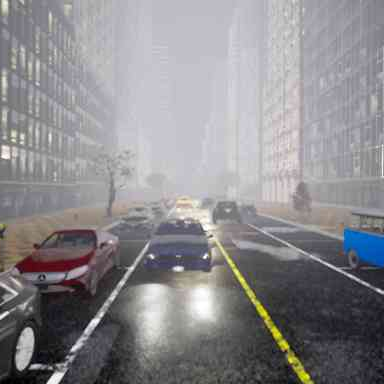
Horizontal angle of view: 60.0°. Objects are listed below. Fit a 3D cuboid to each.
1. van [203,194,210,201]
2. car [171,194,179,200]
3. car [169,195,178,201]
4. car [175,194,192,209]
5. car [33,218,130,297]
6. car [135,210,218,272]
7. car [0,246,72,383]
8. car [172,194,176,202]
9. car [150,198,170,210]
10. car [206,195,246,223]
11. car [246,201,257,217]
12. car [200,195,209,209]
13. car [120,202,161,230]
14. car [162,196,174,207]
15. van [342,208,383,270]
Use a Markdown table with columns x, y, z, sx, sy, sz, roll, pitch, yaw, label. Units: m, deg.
| x | y | z | sx | sy | sz | roll | pitch | yaw | label |
| --- | --- | --- | --- | --- | --- | --- | --- | --- | --- |
| 3.776 | 1.327 | 88.179 | 1.690 | 1.788 | 3.998 | 0 | 0 | -1 | van |
| -4.721 | 1.385 | 93.685 | 1.967 | 1.590 | 4.097 | 0 | 0 | -1 | car |
| -4.481 | 1.502 | 82.321 | 2.008 | 1.369 | 4.403 | 0 | 0 | -1 | car |
| -1.019 | 1.459 | 46.153 | 1.882 | 1.535 | 5.008 | 0 | 0 | -1 | car |
| -2.923 | 1.567 | 8.450 | 1.802 | 1.307 | 4.206 | 0 | 0 | -1 | car |
| -0.373 | 1.543 | 10.998 | 2.033 | 1.411 | 5.357 | 0 | 0 | -1 | car |
| -2.803 | 1.537 | 2.767 | 2.008 | 1.369 | 4.403 | 0 | 0 | -1 | car |
| -3.762 | 1.409 | 48.226 | 1.967 | 1.590 | 4.097 | 0 | 0 | -1 | car |
| -3.402 | 1.527 | 31.179 | 2.008 | 1.369 | 4.403 | 0 | 0 | -1 | car |
| 2.477 | 1.356 | 25.365 | 2.097 | 1.767 | 4.553 | 0 | 0 | -1 | car |
| 4.976 | 1.565 | 31.356 | 2.008 | 1.369 | 4.403 | 0 | 0 | -1 | car |
| 2.098 | 1.499 | 44.337 | 1.837 | 1.490 | 4.892 | 0 | -1 | -1 | car |
| -3.163 | 1.531 | 19.814 | 2.008 | 1.369 | 4.403 | 0 | 0 | -1 | car |
| -3.642 | 1.553 | 42.544 | 1.802 | 1.307 | 4.206 | 0 | 0 | -1 | car |
| 5.455 | 1.364 | 8.626 | 1.690 | 1.788 | 3.998 | 0 | 0 | -1 | van |
